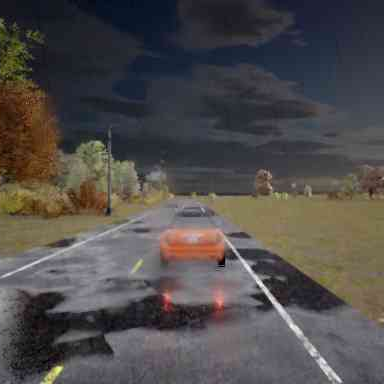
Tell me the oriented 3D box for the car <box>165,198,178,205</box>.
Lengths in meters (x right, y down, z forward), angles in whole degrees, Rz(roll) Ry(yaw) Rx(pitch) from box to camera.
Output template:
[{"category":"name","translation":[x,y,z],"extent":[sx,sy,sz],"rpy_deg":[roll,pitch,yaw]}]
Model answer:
[{"category":"car","translation":[-3.539,2.032,58.659],"extent":[2.097,1.767,4.553],"rpy_deg":[0,-1,1]}]

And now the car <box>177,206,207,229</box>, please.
[{"category":"car","translation":[0.030,1.840,25.142],"extent":[2.033,1.411,5.357],"rpy_deg":[0,-1,1]}]

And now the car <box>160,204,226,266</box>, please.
[{"category":"car","translation":[0.046,1.494,12.225],"extent":[2.097,1.767,4.553],"rpy_deg":[0,-1,0]}]
